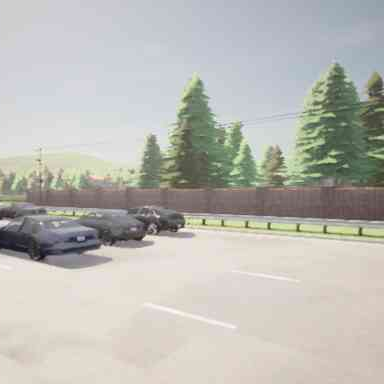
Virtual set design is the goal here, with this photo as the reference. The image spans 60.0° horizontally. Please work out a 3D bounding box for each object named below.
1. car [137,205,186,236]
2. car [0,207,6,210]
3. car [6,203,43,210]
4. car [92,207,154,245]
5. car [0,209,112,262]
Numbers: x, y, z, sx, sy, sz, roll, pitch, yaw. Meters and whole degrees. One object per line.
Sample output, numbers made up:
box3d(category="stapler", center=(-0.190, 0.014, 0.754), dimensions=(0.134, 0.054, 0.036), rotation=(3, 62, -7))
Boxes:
box3d(category="car", center=(-2.629, 1.516, 18.727), dimensions=(4.892, 1.490, 1.837), rotation=(0, 0, 36))
box3d(category="car", center=(-15.816, 1.568, 23.825), dimensions=(5.357, 1.411, 2.033), rotation=(0, 0, 36))
box3d(category="car", center=(-13.798, 1.568, 26.683), dimensions=(5.357, 1.411, 2.033), rotation=(0, 0, 36))
box3d(category="car", center=(-4.129, 1.574, 15.495), dimensions=(4.181, 1.385, 1.994), rotation=(0, 0, 36))
box3d(category="car", center=(-5.638, 1.557, 12.269), dimensions=(5.357, 1.411, 2.033), rotation=(0, 0, 36))
